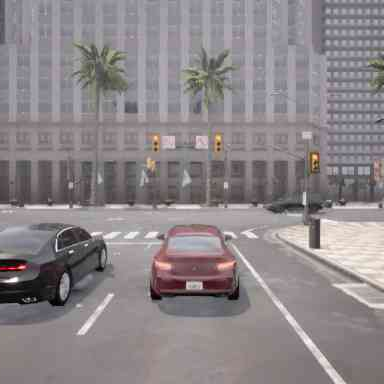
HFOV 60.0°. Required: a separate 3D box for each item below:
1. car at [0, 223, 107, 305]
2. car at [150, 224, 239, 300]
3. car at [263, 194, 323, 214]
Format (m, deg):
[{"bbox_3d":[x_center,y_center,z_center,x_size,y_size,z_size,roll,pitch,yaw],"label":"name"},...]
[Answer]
[{"bbox_3d":[-3.440,1.505,8.042,1.837,1.490,4.892,0,0,0],"label":"car"},{"bbox_3d":[0.069,1.526,8.296,1.812,1.442,4.674,0,0,1],"label":"car"},{"bbox_3d":[10.697,1.220,34.546,5.566,2.045,2.150,0,0,-1],"label":"car"}]
